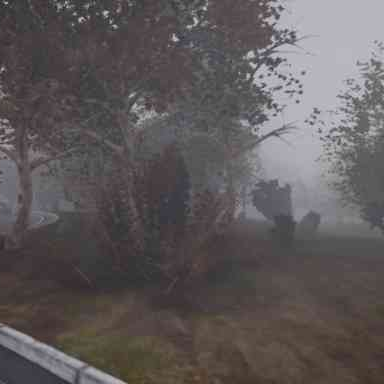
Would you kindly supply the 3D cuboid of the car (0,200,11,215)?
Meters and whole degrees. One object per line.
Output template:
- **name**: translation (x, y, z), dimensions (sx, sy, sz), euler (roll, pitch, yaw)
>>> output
- **car**: translation (-18.100, 1.333, 30.136), dimensions (4.181, 1.385, 1.994), euler (1, 0, 42)
